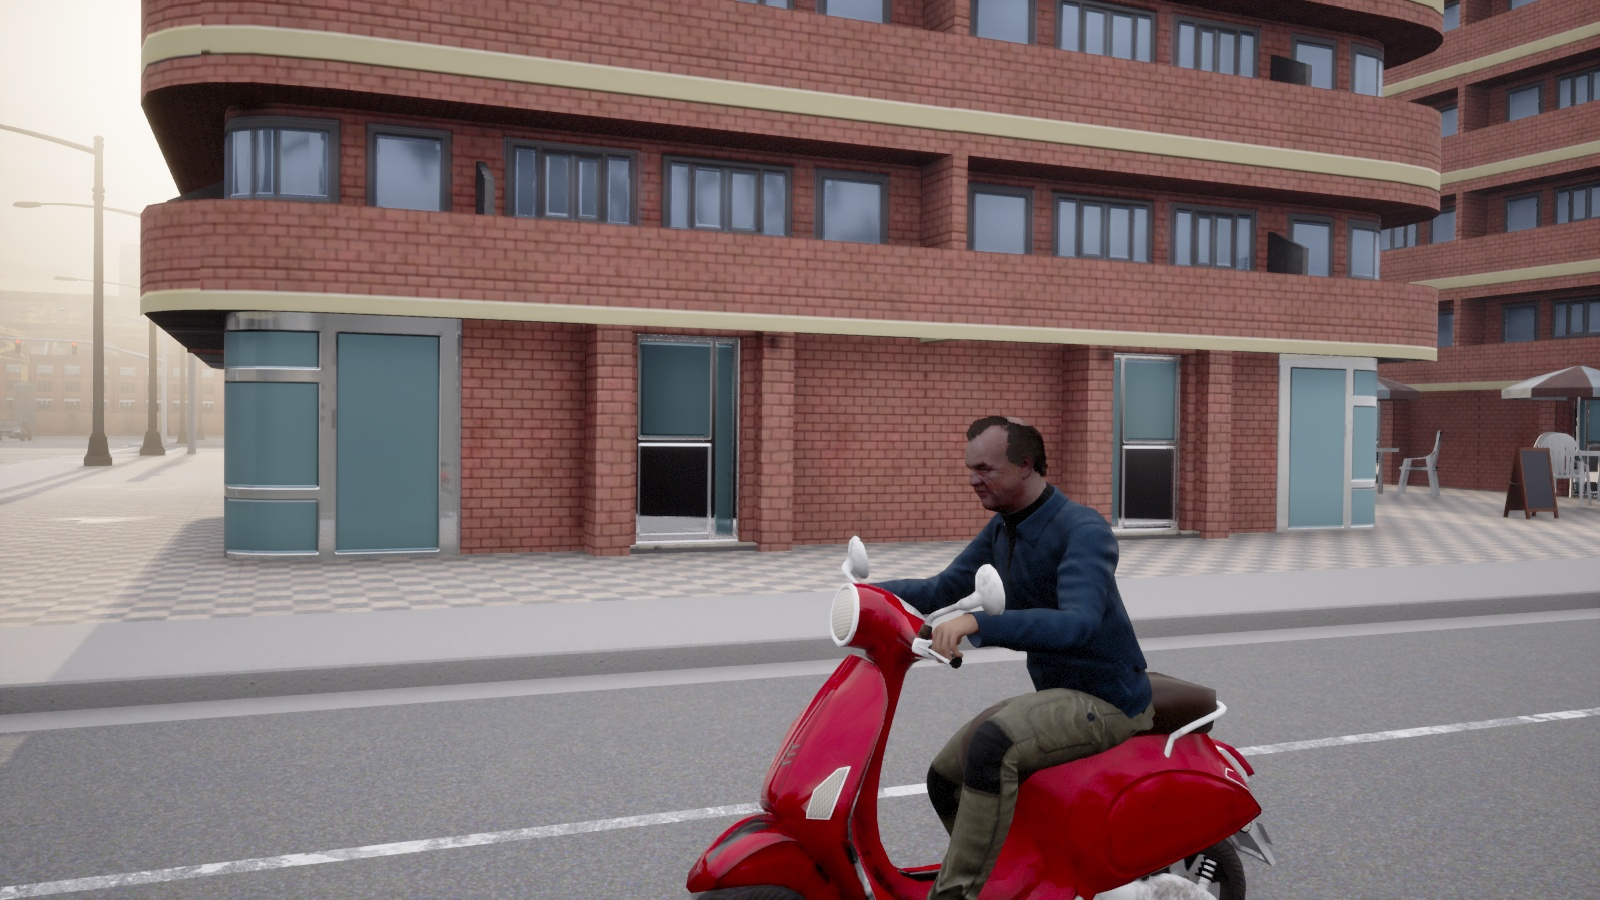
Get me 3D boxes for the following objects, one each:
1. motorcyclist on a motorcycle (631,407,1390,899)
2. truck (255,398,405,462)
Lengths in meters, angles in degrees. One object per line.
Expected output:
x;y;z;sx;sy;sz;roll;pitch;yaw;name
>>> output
0.546;0.691;3.382;1.817;1.590;0.866;-1;1;-21;motorcyclist on a motorcycle
-27.304;-1.214;73.036;7.936;3.462;2.891;-2;1;-23;truck
